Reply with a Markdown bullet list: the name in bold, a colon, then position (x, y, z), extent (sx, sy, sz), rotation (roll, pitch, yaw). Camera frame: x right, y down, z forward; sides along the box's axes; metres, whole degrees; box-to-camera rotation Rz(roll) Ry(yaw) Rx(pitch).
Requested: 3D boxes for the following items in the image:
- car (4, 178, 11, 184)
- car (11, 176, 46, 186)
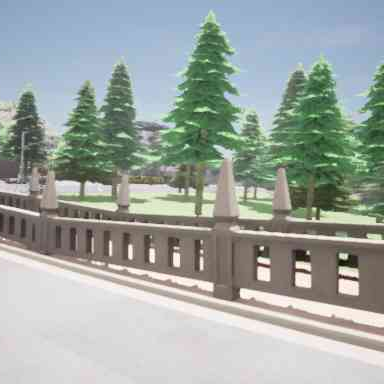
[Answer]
- **car**: position (-24.874, -1.684, 48.934), extent (1.895, 1.301, 4.718), rotation (6, 4, 37)
- **car**: position (-22.061, -1.516, 46.855), extent (2.128, 1.511, 4.902), rotation (6, 4, 37)
